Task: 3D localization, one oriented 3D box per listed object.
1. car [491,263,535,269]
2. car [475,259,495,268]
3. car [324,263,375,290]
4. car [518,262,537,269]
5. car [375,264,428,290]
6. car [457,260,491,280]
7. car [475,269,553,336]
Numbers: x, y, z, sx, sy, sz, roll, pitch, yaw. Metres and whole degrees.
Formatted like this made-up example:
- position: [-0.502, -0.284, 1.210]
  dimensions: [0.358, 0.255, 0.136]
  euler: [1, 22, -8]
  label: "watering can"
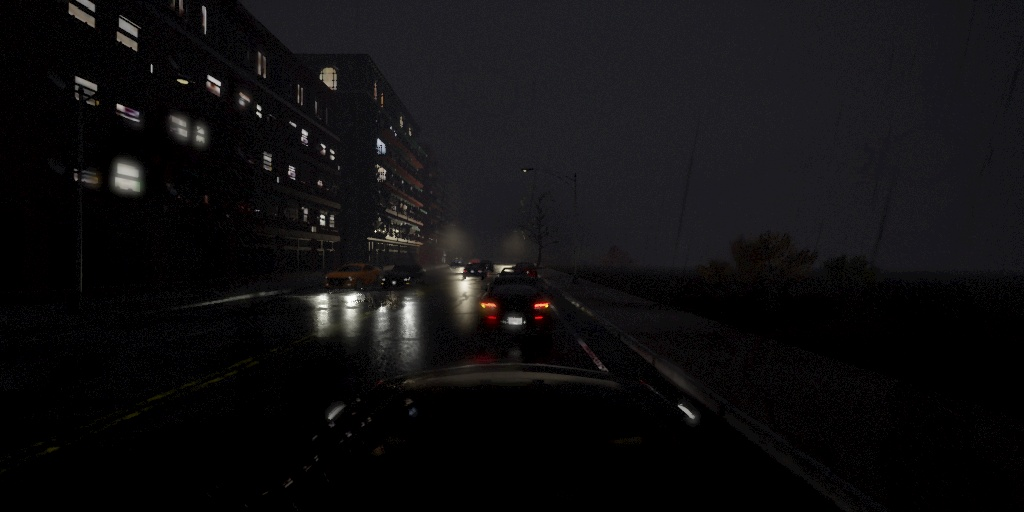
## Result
- position: [0.057, 1.317, 20.407]
  dimensions: [1.994, 1.385, 4.181]
  euler: [0, 0, 0]
  label: "car"
- position: [-3.252, 1.258, 45.103]
  dimensions: [1.837, 1.490, 4.892]
  euler: [0, 0, 0]
  label: "car"
- position: [-9.900, 1.231, 22.660]
  dimensions: [1.882, 1.535, 5.008]
  euler: [0, 0, 0]
  label: "car"
- position: [1.071, 1.232, 29.935]
  dimensions: [1.882, 1.535, 5.008]
  euler: [0, 0, 0]
  label: "car"
- position: [-6.650, 1.258, 22.595]
  dimensions: [1.837, 1.490, 4.892]
  euler: [0, 0, 0]
  label: "car"
- position: [-3.219, 1.301, 31.666]
  dimensions: [2.033, 1.411, 5.357]
  euler: [0, 0, 0]
  label: "car"
- position: [0.072, 1.277, 10.239]
  dimensions: [1.812, 1.442, 4.674]
  euler: [0, 0, 0]
  label: "car"
